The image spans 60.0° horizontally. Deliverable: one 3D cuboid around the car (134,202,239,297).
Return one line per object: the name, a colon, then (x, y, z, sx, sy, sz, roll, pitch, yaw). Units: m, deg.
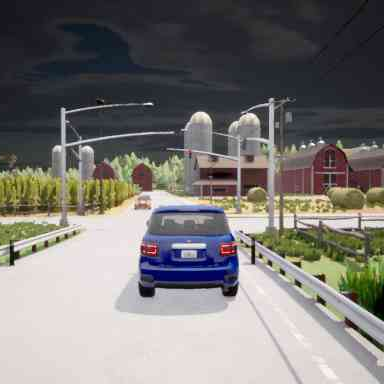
car: (-0.109, 1.364, 9.040, 2.150, 2.045, 5.566, 0, -2, -1)

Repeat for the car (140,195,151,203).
car: (-8.849, 1.229, 63.121, 1.994, 1.385, 4.181, 0, 1, -7)

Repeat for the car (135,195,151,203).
car: (-6.390, 1.333, 43.495, 2.097, 1.767, 4.553, 0, 1, -7)

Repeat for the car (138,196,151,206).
car: (-7.601, 1.389, 53.157, 1.994, 1.385, 4.181, 0, 1, -8)
